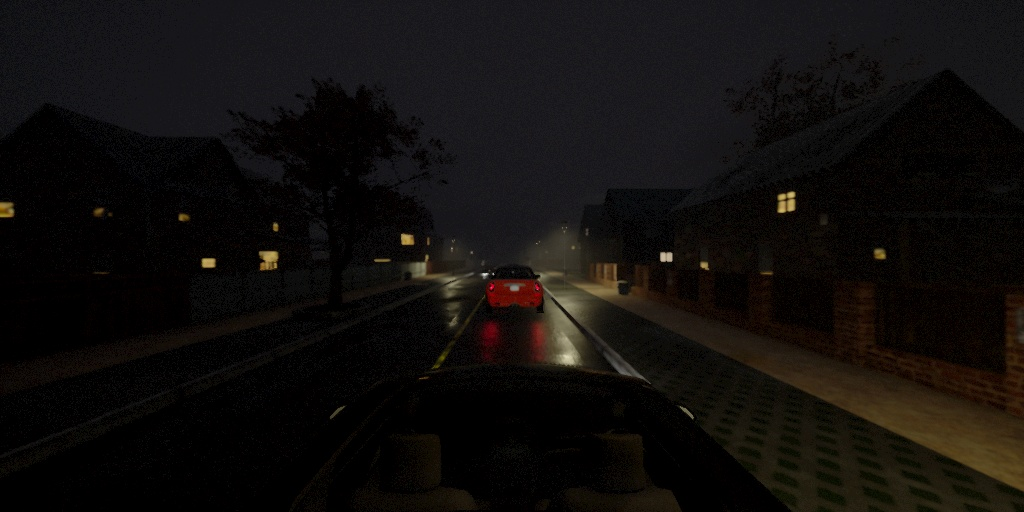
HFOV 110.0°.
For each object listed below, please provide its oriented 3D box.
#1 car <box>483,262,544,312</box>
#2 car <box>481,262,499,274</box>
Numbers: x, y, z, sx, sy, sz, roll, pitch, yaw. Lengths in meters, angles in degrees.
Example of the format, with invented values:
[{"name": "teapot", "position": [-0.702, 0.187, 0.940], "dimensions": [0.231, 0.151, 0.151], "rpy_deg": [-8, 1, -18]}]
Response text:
[{"name": "car", "position": [0.092, 1.135, 14.436], "dimensions": [2.097, 1.767, 4.553], "rpy_deg": [0, 0, 0]}, {"name": "car", "position": [-2.770, 1.485, 46.845], "dimensions": [2.033, 1.411, 5.357], "rpy_deg": [0, 0, 0]}]
